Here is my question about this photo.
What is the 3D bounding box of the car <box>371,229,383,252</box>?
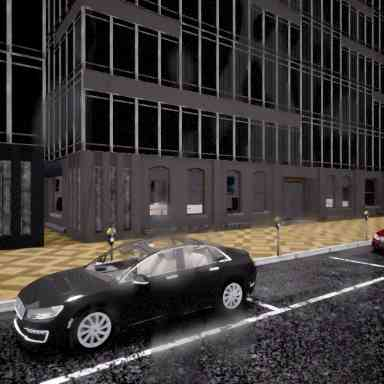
[{"bbox_3d":[8.529,1.582,12.649,4.206,1.307,1.802,0,0,-36],"label":"car"}]

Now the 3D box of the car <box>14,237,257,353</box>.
[{"bbox_3d":[-0.737,1.551,6.035,4.403,1.369,2.008,0,0,-36],"label":"car"}]
